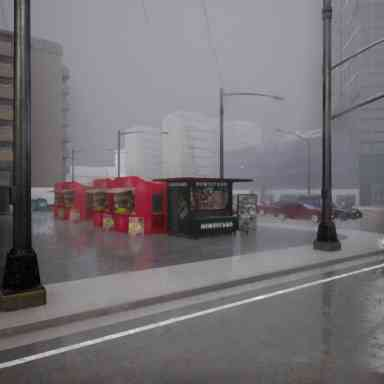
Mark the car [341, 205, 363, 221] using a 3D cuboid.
[{"bbox_3d":[12.183,1.672,28.378,1.994,1.385,4.181,0,-1,-35],"label":"car"}]

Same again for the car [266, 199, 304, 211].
[{"bbox_3d":[12.755,1.784,45.828,1.837,1.490,4.892,0,-1,-36],"label":"car"}]

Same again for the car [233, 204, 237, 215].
[{"bbox_3d":[3.506,1.750,34.394,1.812,1.442,4.674,0,-1,-36],"label":"car"}]

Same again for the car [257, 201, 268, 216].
[{"bbox_3d":[6.910,1.689,35.657,1.882,1.535,5.008,0,-1,-36],"label":"car"}]

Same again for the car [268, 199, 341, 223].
[{"bbox_3d":[8.956,1.589,26.835,1.882,1.535,5.008,0,-1,-38],"label":"car"}]

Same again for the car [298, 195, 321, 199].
[{"bbox_3d":[13.578,1.414,38.727,2.150,2.045,5.566,0,-1,-36],"label":"car"}]
